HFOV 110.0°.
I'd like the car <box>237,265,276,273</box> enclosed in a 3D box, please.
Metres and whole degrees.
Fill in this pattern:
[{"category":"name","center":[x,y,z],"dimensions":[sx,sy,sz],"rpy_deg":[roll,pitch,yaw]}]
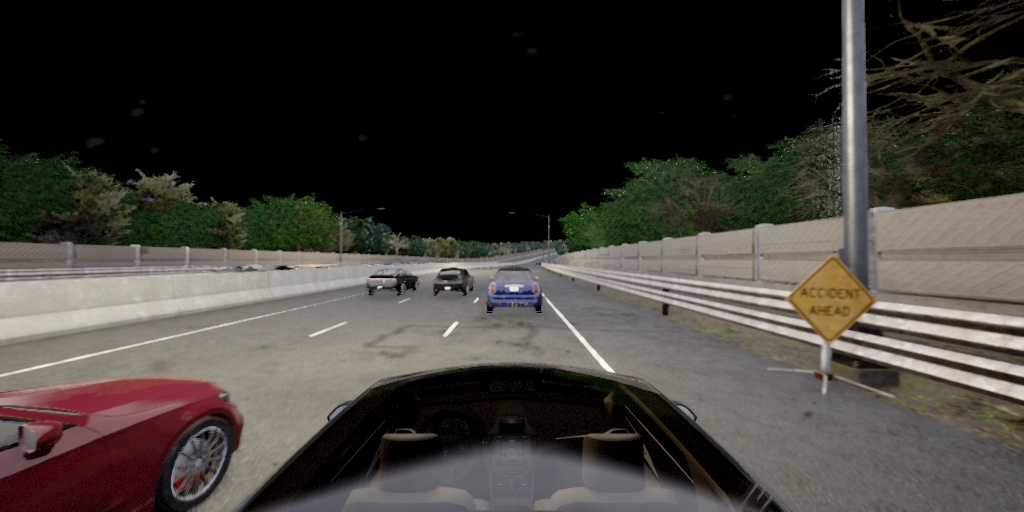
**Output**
[{"category":"car","center":[-20.983,1.569,31.329],"dimensions":[1.837,1.490,4.892],"rpy_deg":[0,-1,1]}]

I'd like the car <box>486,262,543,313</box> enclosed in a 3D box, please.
[{"category":"car","center":[0.090,1.252,15.091],"dimensions":[2.097,1.767,4.553],"rpy_deg":[0,-1,0]}]

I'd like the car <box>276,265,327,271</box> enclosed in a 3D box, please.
[{"category":"car","center":[-17.489,1.539,30.876],"dimensions":[1.882,1.535,5.008],"rpy_deg":[0,-1,1]}]

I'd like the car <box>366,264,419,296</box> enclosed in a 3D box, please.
[{"category":"car","center":[-6.883,1.456,21.120],"dimensions":[2.128,1.511,4.902],"rpy_deg":[0,-1,0]}]

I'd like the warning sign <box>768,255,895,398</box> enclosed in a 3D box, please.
[{"category":"warning sign","center":[4.549,0.908,5.214],"dimensions":[1.300,1.860,1.060],"rpy_deg":[0,0,0]}]

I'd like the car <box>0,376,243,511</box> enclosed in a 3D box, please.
[{"category":"car","center":[-3.400,1.272,1.353],"dimensions":[1.812,1.442,4.674],"rpy_deg":[0,-1,0]}]

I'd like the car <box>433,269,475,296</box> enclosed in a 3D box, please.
[{"category":"car","center":[-3.381,1.472,21.339],"dimensions":[1.837,1.490,4.892],"rpy_deg":[0,0,0]}]

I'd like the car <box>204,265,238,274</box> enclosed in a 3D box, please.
[{"category":"car","center":[-24.481,1.556,31.462],"dimensions":[2.128,1.511,4.902],"rpy_deg":[0,-1,1]}]
